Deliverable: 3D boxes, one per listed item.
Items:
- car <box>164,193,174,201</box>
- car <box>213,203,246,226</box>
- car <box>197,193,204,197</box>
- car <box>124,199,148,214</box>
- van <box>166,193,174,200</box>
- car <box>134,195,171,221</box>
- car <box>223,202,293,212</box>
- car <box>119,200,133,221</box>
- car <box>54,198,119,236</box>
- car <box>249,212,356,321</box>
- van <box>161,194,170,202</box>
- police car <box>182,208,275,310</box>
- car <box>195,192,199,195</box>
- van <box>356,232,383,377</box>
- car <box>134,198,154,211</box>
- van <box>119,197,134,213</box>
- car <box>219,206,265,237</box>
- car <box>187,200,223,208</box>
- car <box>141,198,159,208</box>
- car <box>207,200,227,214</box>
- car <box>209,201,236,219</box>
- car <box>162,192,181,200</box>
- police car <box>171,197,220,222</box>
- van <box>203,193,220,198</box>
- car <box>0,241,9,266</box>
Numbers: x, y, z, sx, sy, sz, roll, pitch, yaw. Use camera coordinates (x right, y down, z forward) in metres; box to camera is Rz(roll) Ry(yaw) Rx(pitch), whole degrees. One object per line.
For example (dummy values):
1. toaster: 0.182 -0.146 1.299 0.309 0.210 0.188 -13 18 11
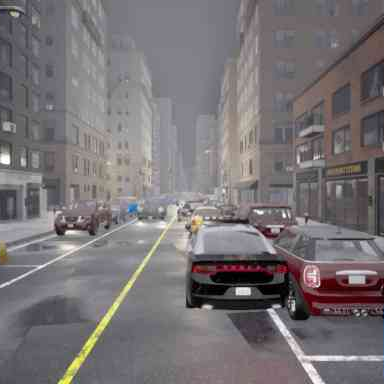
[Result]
1. car: -5.969 1.248 85.330 2.192 1.841 5.009 0 0 0
2. car: 2.635 1.564 24.312 1.947 1.339 4.313 0 0 0
3. car: 2.571 1.390 74.186 1.967 1.590 4.097 0 0 0
4. car: -5.904 1.520 35.455 1.752 1.417 4.829 0 0 0
5. van: -5.976 1.264 90.915 1.690 1.788 3.998 0 0 0
6. car: -3.133 1.350 27.209 2.097 1.767 4.553 0 0 0
7. car: 2.650 1.314 12.974 2.192 1.841 5.009 0 0 0
8. car: -5.890 1.549 24.288 2.008 1.369 4.403 0 0 0
9. car: -5.883 1.314 18.620 2.192 1.841 5.009 0 0 0
10. car: 2.658 1.440 7.305 1.967 1.590 4.097 0 0 0
11. van: -5.954 1.291 74.157 1.690 1.788 3.998 0 0 0
12. police car: 0.786 1.425 8.038 1.930 1.638 5.238 0 0 -1
13. car: 2.557 1.248 85.356 2.192 1.841 5.009 0 0 0
14. van: 2.665 1.341 1.635 1.690 1.788 3.998 0 0 0
15. car: -5.912 1.515 41.125 1.752 1.417 4.829 0 0 0
16. van: -5.898 1.339 29.956 1.690 1.788 3.998 0 0 0
17. car: 2.643 1.564 18.644 1.947 1.339 4.313 0 0 0
18. car: 0.763 1.455 18.133 1.801 1.575 5.366 0 0 0
19. car: -5.919 1.533 46.962 2.008 1.369 4.403 0 0 0
20. car: 2.621 1.576 35.651 1.802 1.307 4.206 0 0 0
21. car: 2.628 1.548 29.981 2.008 1.369 4.403 0 0 0
22. car: -3.068 1.201 51.545 2.150 2.045 5.566 0 0 0
23. police car: 0.242 1.423 23.959 1.930 1.638 5.238 0 0 -17
24. van: 2.614 1.330 41.321 1.690 1.788 3.998 0 0 0
25. car: -5.867 1.525 7.114 1.752 1.417 4.829 0 0 0
